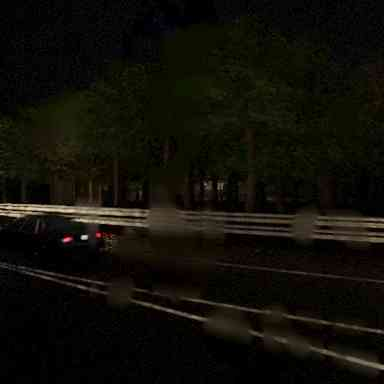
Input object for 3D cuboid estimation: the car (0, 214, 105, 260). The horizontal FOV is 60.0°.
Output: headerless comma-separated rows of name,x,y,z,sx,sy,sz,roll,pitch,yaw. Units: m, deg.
car,-5.669,1.556,12.430,5.357,1.411,2.033,0,0,33
